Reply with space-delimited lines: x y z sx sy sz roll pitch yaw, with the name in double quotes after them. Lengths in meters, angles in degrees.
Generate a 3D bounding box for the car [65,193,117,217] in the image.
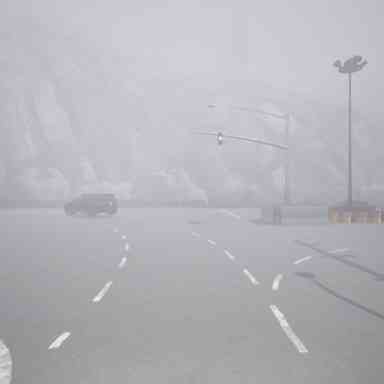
-9.293 1.153 30.466 5.566 2.045 2.150 0 -1 36 "car"

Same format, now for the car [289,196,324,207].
14.294 1.266 41.011 4.553 1.767 2.097 0 0 -3 "car"

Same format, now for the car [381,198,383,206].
24.662 1.408 41.544 4.902 1.511 2.128 0 0 -3 "car"

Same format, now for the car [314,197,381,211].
14.209 1.441 30.503 4.892 1.490 1.837 0 0 -3 "car"
